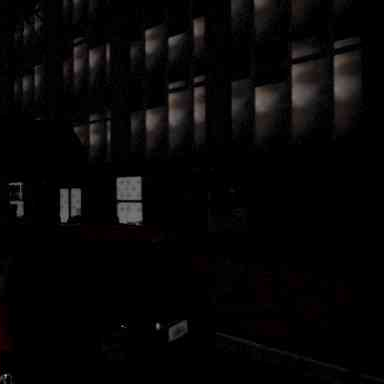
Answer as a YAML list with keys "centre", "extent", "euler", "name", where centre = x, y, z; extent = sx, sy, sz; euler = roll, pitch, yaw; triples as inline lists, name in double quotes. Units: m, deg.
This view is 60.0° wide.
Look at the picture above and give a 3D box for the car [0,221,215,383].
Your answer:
- centre: [-2.069, 1.317, 4.359]
  extent: [5.009, 1.841, 2.192]
  euler: [0, -1, 35]
  name: "car"
